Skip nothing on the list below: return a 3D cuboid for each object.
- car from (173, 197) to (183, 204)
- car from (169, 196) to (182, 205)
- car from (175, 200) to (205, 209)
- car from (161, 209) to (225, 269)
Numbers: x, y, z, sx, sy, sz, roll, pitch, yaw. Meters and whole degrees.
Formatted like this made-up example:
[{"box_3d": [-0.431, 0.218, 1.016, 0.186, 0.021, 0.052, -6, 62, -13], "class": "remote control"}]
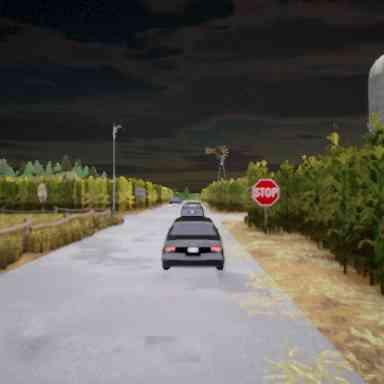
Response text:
[{"box_3d": [-3.087, 1.933, 75.780, 2.128, 1.511, 4.902, 0, -1, 0], "class": "car"}, {"box_3d": [-3.132, 1.589, 60.566, 1.837, 1.490, 4.892, 0, -1, 1], "class": "car"}, {"box_3d": [0.043, 1.524, 26.083, 2.033, 1.411, 5.357, 0, -1, 1], "class": "car"}, {"box_3d": [0.045, 1.534, 11.077, 2.033, 1.411, 5.357, 0, 0, 0], "class": "car"}]
